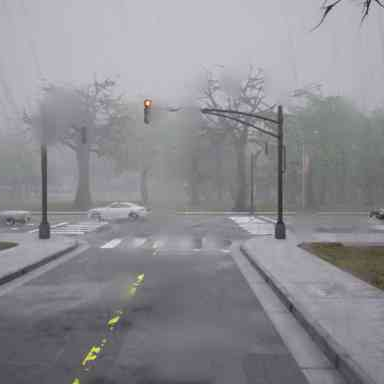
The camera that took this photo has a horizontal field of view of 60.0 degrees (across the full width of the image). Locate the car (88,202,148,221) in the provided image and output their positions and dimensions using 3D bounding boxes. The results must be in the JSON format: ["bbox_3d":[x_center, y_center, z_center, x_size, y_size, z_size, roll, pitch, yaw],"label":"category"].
[{"bbox_3d":[-5.827,1.518,26.376,4.674,1.442,1.812,0,0,0],"label":"car"}]

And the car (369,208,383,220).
[{"bbox_3d":[17.096,1.571,26.359,5.357,1.411,2.033,0,0,0],"label":"car"}]

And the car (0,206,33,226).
[{"bbox_3d":[-13.643,1.589,22.932,4.718,1.301,1.895,0,0,0],"label":"car"}]
